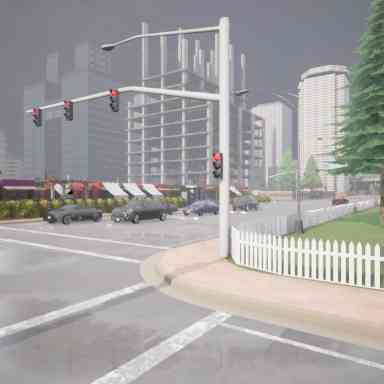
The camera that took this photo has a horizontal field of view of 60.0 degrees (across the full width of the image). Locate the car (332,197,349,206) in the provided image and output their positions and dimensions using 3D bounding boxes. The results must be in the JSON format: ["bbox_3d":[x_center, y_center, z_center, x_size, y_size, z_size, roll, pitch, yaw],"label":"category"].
[{"bbox_3d":[24.017,1.478,53.697,1.882,1.535,5.008,0,0,34],"label":"car"}]

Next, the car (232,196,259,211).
[{"bbox_3d":[6.623,1.505,40.790,1.837,1.490,4.892,0,0,34],"label":"car"}]

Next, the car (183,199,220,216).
[{"bbox_3d":[0.994,1.526,32.459,1.812,1.442,4.674,0,0,34],"label":"car"}]

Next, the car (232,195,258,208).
[{"bbox_3d":[7.846,1.352,48.796,2.097,1.767,4.553,0,0,34],"label":"car"}]

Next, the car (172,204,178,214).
[{"bbox_3d":[-3.488,1.547,32.098,2.033,1.411,5.357,0,0,34],"label":"car"}]

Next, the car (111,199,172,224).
[{"bbox_3d":[-3.951,1.352,25.160,2.097,1.767,4.553,0,0,34],"label":"car"}]

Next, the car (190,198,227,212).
[{"bbox_3d":[2.150,1.547,40.438,2.033,1.411,5.357,0,0,34],"label":"car"}]

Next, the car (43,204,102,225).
[{"bbox_3d":[-8.663,1.564,24.438,1.994,1.385,4.181,0,0,34],"label":"car"}]
